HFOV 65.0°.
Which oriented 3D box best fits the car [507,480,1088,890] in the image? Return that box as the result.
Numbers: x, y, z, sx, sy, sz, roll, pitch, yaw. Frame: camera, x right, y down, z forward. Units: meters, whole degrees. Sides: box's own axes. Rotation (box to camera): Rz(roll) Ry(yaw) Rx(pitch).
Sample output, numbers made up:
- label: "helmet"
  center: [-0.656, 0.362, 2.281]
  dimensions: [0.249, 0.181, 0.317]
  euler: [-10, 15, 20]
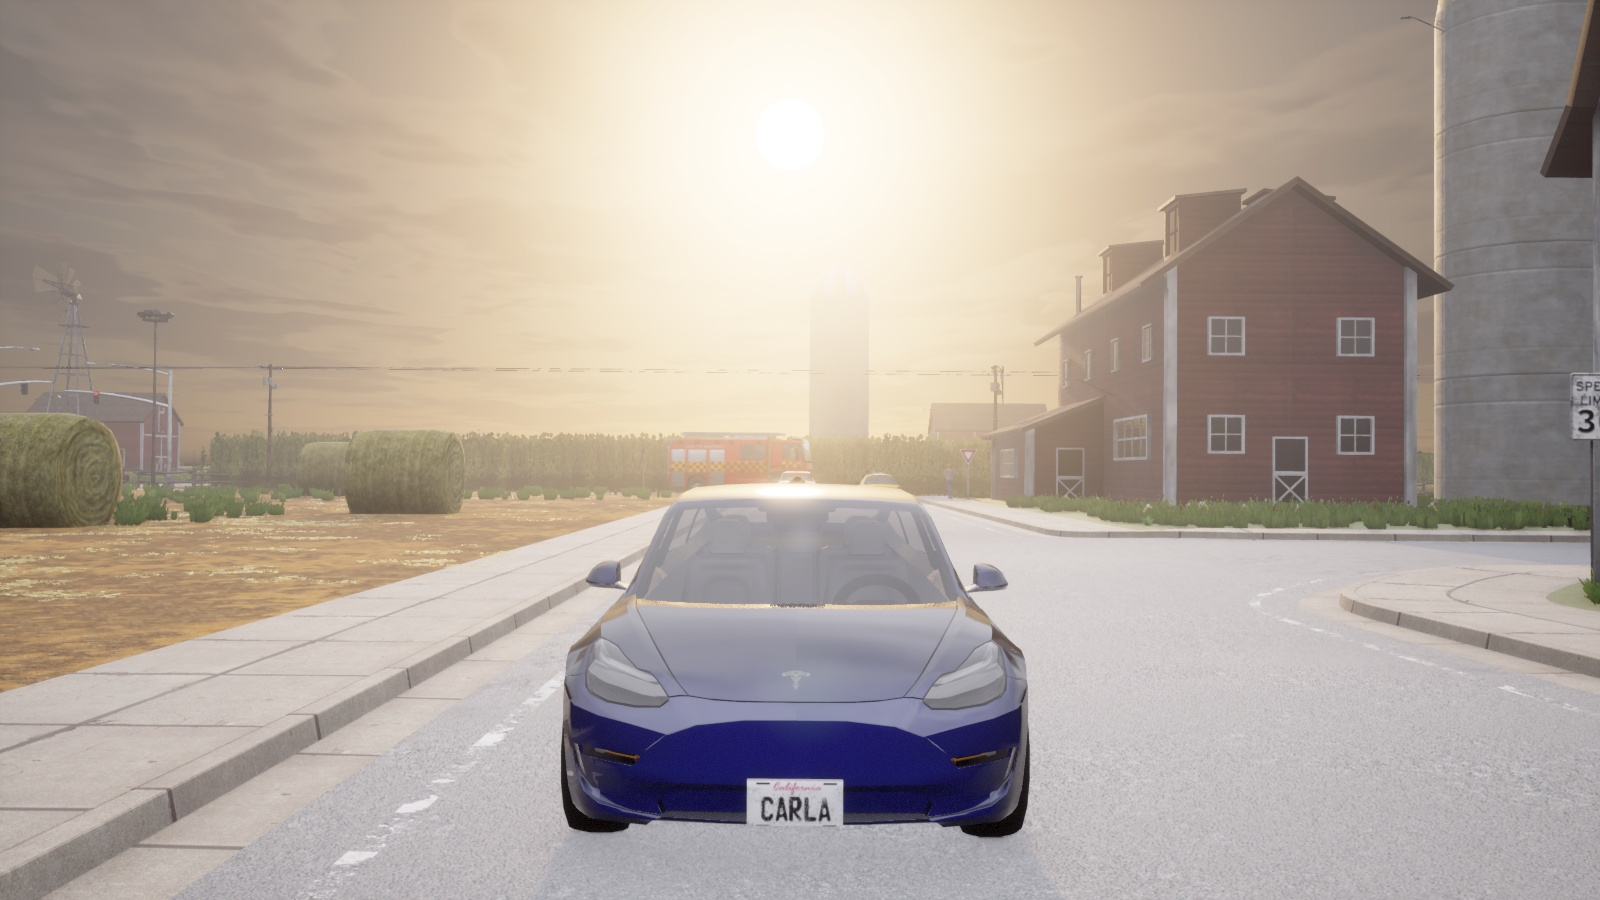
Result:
- label: "car"
  center: [-0.011, 0.931, 7.078]
  dimensions: [2.163, 1.488, 4.792]
  euler: [0, -1, 0]

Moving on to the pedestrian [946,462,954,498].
- label: "pedestrian"
  center: [7.675, 1.511, 64.338]
  dimensions: [0.354, 1.836, 0.706]
  euler: [0, -1, 3]

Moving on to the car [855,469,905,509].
- label: "car"
  center: [3.374, 1.623, 53.832]
  dimensions: [1.801, 1.575, 5.366]
  euler: [0, 0, 0]

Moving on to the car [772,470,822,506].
- label: "car"
  center: [-0.132, 1.672, 56.231]
  dimensions: [2.128, 1.511, 4.902]
  euler: [0, -1, 0]

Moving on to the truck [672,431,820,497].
- label: "truck"
  center: [-3.202, 0.878, 75.336]
  dimensions: [8.468, 3.827, 2.891]
  euler: [0, -2, 9]
